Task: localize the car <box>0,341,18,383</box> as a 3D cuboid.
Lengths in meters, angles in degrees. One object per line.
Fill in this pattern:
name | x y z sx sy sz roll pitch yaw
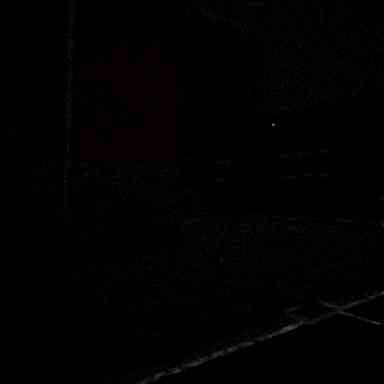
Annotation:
car | -3.035 1.320 0.619 5.009 1.841 2.192 0 1 -35
